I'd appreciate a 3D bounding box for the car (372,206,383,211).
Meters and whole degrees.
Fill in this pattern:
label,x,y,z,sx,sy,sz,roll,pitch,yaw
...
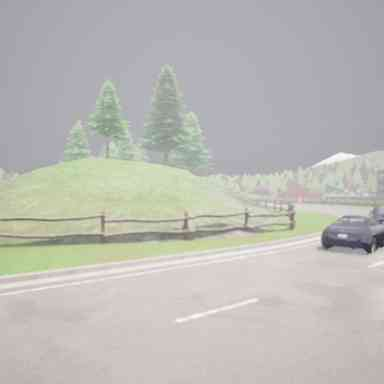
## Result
label,x,y,z,sx,sy,sz,roll,pitch,yaw
car,15.051,1.809,26.057,2.033,1.411,5.357,0,0,23

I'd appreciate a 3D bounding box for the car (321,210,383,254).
label,x,y,z,sx,sy,sz,roll,pitch,yaw
car,7.264,1.701,14.438,1.994,1.385,4.181,0,0,44
